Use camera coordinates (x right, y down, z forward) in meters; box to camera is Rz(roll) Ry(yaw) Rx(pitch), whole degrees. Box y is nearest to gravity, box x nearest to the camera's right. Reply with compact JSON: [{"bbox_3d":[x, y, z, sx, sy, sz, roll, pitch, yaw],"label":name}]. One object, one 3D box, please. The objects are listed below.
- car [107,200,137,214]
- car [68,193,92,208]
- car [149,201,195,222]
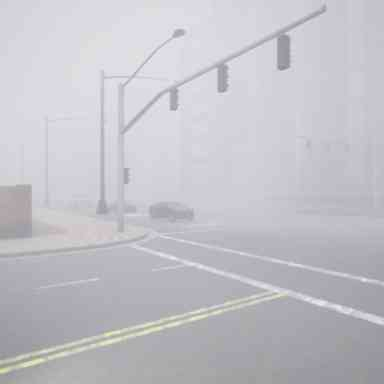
[{"bbox_3d":[-7.412,1.562,35.129,1.994,1.385,4.181,0,0,-35],"label":"car"},{"bbox_3d":[-16.135,1.215,47.625,2.150,2.045,5.566,0,1,-35],"label":"car"},{"bbox_3d":[-1.736,1.476,27.049,1.882,1.535,5.008,0,0,-35],"label":"car"}]
